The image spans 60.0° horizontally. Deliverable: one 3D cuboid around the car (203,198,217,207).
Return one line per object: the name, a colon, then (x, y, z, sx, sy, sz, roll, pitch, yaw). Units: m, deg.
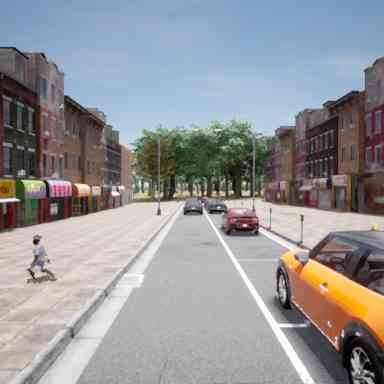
car: (2.712, 1.594, 51.379, 2.008, 1.369, 4.403, -1, 0, 0)

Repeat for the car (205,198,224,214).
car: (2.685, 1.582, 35.160, 1.947, 1.339, 4.313, -1, 0, 0)

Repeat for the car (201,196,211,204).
car: (2.740, 1.626, 67.599, 1.887, 1.381, 4.507, -1, 0, 0)

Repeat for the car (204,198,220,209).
car: (2.703, 1.578, 45.973, 1.887, 1.381, 4.507, -1, 0, 0)

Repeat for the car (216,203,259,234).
car: (2.658, 1.547, 18.941, 1.887, 1.381, 4.507, -1, 0, 0)

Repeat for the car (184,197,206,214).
car: (0.148, 1.580, 34.927, 1.994, 1.385, 4.181, 0, 0, 1)

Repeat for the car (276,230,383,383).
car: (2.757, 1.351, 4.985, 2.097, 1.767, 4.553, 0, 0, 0)

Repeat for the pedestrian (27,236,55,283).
pedestrian: (-3.564, 1.141, 7.790, 0.375, 1.860, 0.375, -1, 1, 0)

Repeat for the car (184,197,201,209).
car: (0.100, 1.524, 45.942, 2.128, 1.511, 4.902, 0, 0, 2)
